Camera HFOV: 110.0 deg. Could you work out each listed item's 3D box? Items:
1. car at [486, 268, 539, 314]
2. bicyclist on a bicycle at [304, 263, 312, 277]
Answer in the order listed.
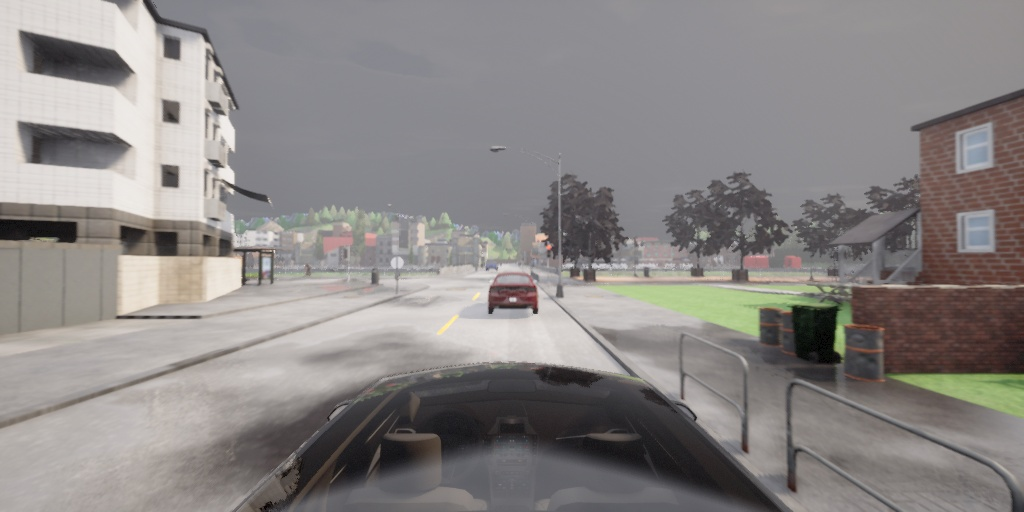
[{"bbox_3d":[0.055,1.411,14.853,1.882,1.535,5.008,0,-1,0],"label":"car"},{"bbox_3d":[-24.016,1.664,42.134,0.582,1.620,1.656,0,-1,0],"label":"bicyclist on a bicycle"}]
